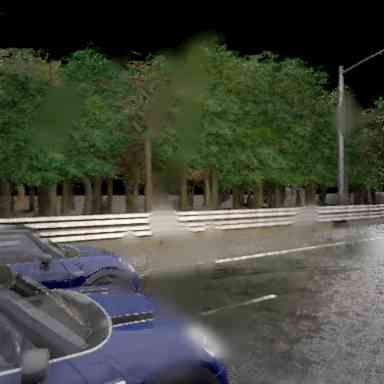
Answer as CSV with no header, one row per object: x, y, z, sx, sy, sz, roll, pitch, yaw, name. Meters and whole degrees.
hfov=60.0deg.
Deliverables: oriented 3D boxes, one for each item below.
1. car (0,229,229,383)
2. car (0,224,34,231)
-1.862,1.348,2.550,4.553,1.767,2.097,0,0,-35,car
-3.188,1.347,5.724,4.553,1.767,2.097,0,0,-35,car
